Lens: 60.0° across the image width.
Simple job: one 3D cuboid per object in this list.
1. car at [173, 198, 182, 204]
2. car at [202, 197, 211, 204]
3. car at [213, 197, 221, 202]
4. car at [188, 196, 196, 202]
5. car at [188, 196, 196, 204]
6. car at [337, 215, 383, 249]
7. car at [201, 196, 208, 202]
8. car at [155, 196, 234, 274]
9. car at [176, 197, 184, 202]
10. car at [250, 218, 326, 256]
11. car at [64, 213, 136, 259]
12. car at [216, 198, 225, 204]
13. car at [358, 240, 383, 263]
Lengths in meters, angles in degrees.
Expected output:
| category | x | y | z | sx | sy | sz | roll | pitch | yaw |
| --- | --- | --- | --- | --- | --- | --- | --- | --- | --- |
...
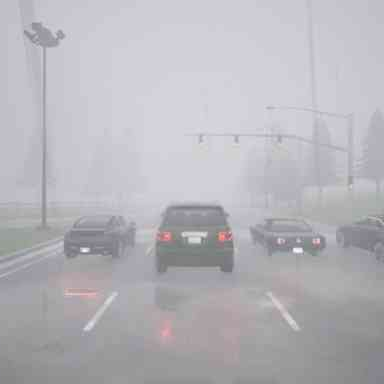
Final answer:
| category | x | y | z | sx | sy | sz | roll | pitch | yaw |
| --- | --- | --- | --- | --- | --- | --- | --- | --- | --- |
| car | -3.461 | 2.125 | 82.465 | 2.033 | 1.411 | 5.357 | 0 | 0 | 0 |
| car | 3.539 | 2.111 | 82.462 | 2.128 | 1.511 | 4.902 | 0 | 0 | 0 |
| car | 7.044 | 2.054 | 92.881 | 1.994 | 1.385 | 4.181 | 0 | 0 | 0 |
| car | 0.044 | 2.027 | 92.885 | 2.128 | 1.511 | 4.902 | 0 | 0 | 0 |
| car | 0.040 | 1.944 | 82.852 | 2.097 | 1.767 | 4.553 | 0 | 0 | 0 |
| car | 7.093 | 1.582 | 12.341 | 2.128 | 1.511 | 4.902 | 0 | 0 | 0 |
| car | 3.544 | 1.979 | 92.883 | 1.882 | 1.535 | 5.008 | 0 | 0 | 0 |
| car | 0.087 | 1.304 | 10.999 | 2.150 | 2.045 | 5.566 | 0 | 0 | 0 |
| car | -3.456 | 2.041 | 92.886 | 2.033 | 1.411 | 5.357 | 0 | 0 | 0 |
| car | 3.596 | 1.699 | 13.472 | 1.895 | 1.301 | 4.718 | 0 | 0 | 0 |
| car | -3.405 | 1.601 | 13.036 | 1.837 | 1.490 | 4.892 | 0 | 0 | 0 |
| car | 7.040 | 2.141 | 82.844 | 1.994 | 1.385 | 4.181 | 0 | 0 | 0 |
| car | 3.602 | 1.512 | 2.572 | 2.128 | 1.511 | 4.902 | 0 | 0 | 0 |
